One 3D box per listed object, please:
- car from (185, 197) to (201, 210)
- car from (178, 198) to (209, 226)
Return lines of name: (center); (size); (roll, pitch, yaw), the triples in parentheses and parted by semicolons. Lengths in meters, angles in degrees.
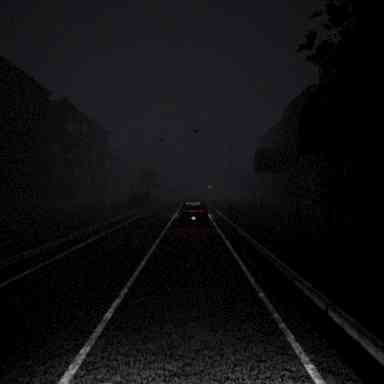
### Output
car: (0.096, 1.347, 40.382); (1.895, 1.301, 4.718); (0, 0, 0)
car: (0.098, 1.336, 22.242); (2.128, 1.511, 4.902); (0, 0, 0)
